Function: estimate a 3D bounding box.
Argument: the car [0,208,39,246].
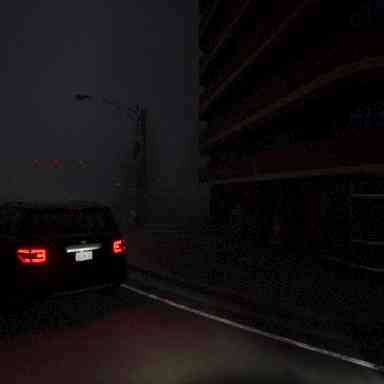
[{"bbox_3d":[-8.473,1.564,15.906,1.994,1.385,4.181,0,0,-26],"label":"car"}]

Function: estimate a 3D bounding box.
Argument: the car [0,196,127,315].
[{"bbox_3d":[-3.610,1.221,7.932,2.150,2.045,5.566,0,0,-40],"label":"car"}]
